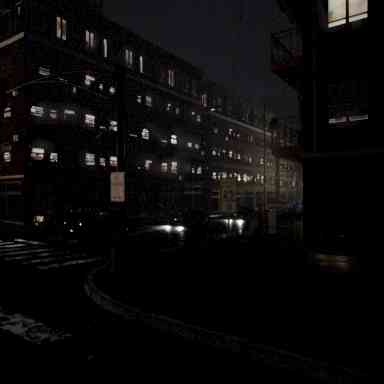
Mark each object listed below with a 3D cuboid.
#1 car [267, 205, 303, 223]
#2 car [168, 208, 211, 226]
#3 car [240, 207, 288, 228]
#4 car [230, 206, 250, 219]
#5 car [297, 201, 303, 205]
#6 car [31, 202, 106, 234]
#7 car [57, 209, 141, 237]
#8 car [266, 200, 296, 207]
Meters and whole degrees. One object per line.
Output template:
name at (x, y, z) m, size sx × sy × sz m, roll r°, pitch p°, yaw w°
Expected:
car at (8.969, 2.121, 30.826) m, size 2.008 × 1.369 × 4.403 m, roll -2°, pitch -2°, yaw 35°
car at (-0.176, 2.014, 27.780) m, size 1.994 × 1.385 × 4.181 m, roll 0°, pitch -1°, yaw 34°
car at (5.712, 2.048, 26.167) m, size 1.802 × 1.307 × 4.206 m, roll -2°, pitch -2°, yaw 35°
car at (5.537, 2.196, 35.955) m, size 1.994 × 1.385 × 4.181 m, roll 0°, pitch -1°, yaw 34°
car at (16.975, 2.125, 46.716) m, size 2.150 × 2.045 × 5.566 m, roll 0°, pitch -1°, yaw 35°
car at (-7.679, 1.604, 21.591) m, size 2.192 × 1.841 × 5.009 m, roll -1°, pitch -2°, yaw 35°
car at (-5.417, 1.885, 20.308) m, size 1.895 × 1.301 × 4.718 m, roll 0°, pitch -1°, yaw 36°
car at (11.715, 2.050, 44.700) m, size 2.150 × 2.045 × 5.566 m, roll 0°, pitch -1°, yaw 35°
